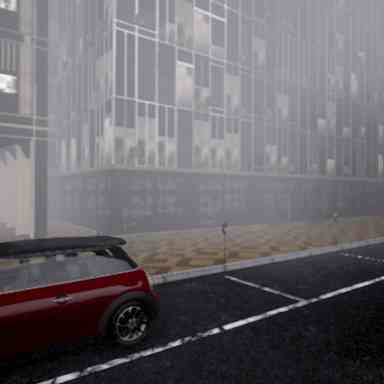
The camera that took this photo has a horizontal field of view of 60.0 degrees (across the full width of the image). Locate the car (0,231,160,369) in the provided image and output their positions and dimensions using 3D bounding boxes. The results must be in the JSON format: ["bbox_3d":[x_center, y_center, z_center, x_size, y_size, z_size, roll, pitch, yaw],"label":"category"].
[{"bbox_3d":[-2.598,1.439,4.700,4.097,1.590,1.967,0,0,-36],"label":"car"}]
